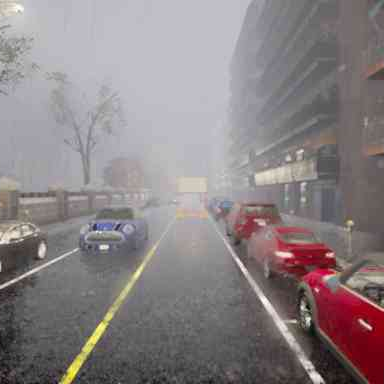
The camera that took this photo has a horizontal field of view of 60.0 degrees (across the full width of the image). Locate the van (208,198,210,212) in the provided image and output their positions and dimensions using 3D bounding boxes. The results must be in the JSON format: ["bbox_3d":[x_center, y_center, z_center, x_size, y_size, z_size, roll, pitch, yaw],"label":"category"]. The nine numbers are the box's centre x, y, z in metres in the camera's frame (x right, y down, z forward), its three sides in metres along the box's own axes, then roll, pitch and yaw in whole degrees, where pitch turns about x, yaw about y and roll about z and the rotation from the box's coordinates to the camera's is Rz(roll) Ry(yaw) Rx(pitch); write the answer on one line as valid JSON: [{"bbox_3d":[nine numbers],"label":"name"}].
[{"bbox_3d":[2.703,1.345,32.126,1.690,1.788,3.998,0,0,0],"label":"van"}]

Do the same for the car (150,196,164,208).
[{"bbox_3d":[-5.672,1.577,49.022,1.947,1.339,4.313,0,0,0],"label":"car"}]

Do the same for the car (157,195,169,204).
[{"bbox_3d":[-5.666,1.467,65.909,1.967,1.590,4.097,0,0,0],"label":"car"}]

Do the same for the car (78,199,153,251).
[{"bbox_3d":[-3.095,1.350,13.953,2.097,1.767,4.553,0,0,0],"label":"car"}]

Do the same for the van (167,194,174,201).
[{"bbox_3d":[-5.660,1.409,88.432,1.690,1.788,3.998,0,0,0],"label":"van"}]

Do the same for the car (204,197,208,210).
[{"bbox_3d":[2.704,1.572,37.757,1.947,1.339,4.313,0,0,0],"label":"car"}]

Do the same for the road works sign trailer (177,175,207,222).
[{"bbox_3d":[0.009,0.466,25.947,2.380,3.560,2.880,0,0,0],"label":"road works sign trailer"}]

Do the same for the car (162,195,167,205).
[{"bbox_3d":[-5.671,1.596,54.652,1.802,1.307,4.206,0,0,0],"label":"car"}]

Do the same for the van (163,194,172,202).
[{"bbox_3d":[-5.663,1.388,77.170,1.690,1.788,3.998,0,0,0],"label":"van"}]

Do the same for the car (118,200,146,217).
[{"bbox_3d":[-5.678,1.530,31.959,1.752,1.417,4.829,0,0,0],"label":"car"}]

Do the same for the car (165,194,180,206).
[{"bbox_3d":[-3.035,1.561,55.204,2.033,1.411,5.357,0,0,1],"label":"car"}]

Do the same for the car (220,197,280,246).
[{"bbox_3d":[2.697,1.313,15.235,2.192,1.841,5.009,0,0,0],"label":"car"}]

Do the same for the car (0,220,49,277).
[{"bbox_3d":[-5.685,1.549,9.608,2.008,1.369,4.403,0,0,0],"label":"car"}]

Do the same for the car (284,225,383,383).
[{"bbox_3d":[2.693,1.439,3.974,1.967,1.590,4.097,0,0,0],"label":"car"}]

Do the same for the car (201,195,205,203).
[{"bbox_3d":[2.709,1.555,49.018,1.887,1.381,4.507,0,0,0],"label":"car"}]

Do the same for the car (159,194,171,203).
[{"bbox_3d":[-5.665,1.352,71.540,2.192,1.841,5.009,0,0,0],"label":"car"}]

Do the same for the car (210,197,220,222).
[{"bbox_3d":[2.701,1.442,26.495,1.967,1.590,4.097,0,0,0],"label":"car"}]

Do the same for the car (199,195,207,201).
[{"bbox_3d":[2.719,1.497,82.798,1.967,1.590,4.097,0,0,0],"label":"car"}]

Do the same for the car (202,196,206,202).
[{"bbox_3d":[2.706,1.559,43.387,2.008,1.369,4.403,0,0,0],"label":"car"}]

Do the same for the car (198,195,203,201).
[{"bbox_3d":[2.715,1.618,71.536,1.802,1.307,4.206,0,0,0],"label":"car"}]

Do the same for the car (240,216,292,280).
[{"bbox_3d":[2.695,1.580,9.606,1.802,1.307,4.206,0,0,0],"label":"car"}]
